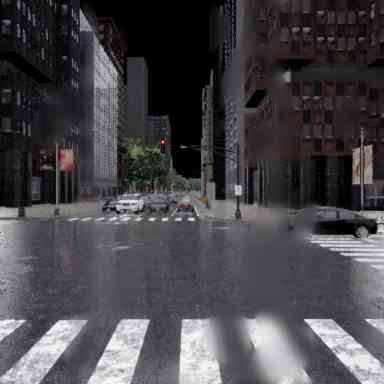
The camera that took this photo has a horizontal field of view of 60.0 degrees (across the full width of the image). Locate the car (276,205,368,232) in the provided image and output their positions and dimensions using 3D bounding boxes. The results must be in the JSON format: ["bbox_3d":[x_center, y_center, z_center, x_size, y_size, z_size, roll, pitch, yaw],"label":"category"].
[{"bbox_3d":[8.057,1.628,20.945,4.902,1.511,2.128,1,0,-1],"label":"car"}]

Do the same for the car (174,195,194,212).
[{"bbox_3d":[-0.717,1.448,39.004,1.967,1.590,4.097,0,0,-1],"label":"car"}]

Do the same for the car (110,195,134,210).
[{"bbox_3d":[-9.292,1.335,44.354,2.192,1.841,5.009,0,0,-1],"label":"car"}]

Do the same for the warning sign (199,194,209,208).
[{"bbox_3d":[1.560,1.132,42.696,1.300,1.860,1.060,0,0,-1],"label":"warning sign"}]

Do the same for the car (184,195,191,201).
[{"bbox_3d":[-1.171,1.574,87.827,1.967,1.590,4.097,0,0,-1],"label":"car"}]

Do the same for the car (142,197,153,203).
[{"bbox_3d":[-9.544,1.669,71.482,1.802,1.307,4.206,0,0,-1],"label":"car"}]

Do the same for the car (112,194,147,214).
[{"bbox_3d":[-6.545,1.223,35.566,2.150,2.045,5.566,0,0,-1],"label":"car"}]

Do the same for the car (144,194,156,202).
[{"bbox_3d":[-9.595,1.417,76.909,2.192,1.841,5.009,0,0,-1],"label":"car"}]

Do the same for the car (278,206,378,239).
[{"bbox_3d":[7.146,1.605,17.687,5.008,1.535,1.882,1,0,0],"label":"car"}]

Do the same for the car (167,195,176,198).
[{"bbox_3d":[-3.621,1.672,65.575,1.895,1.301,4.718,0,0,-1],"label":"car"}]

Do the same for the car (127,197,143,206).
[{"bbox_3d":[-9.391,1.570,55.035,1.752,1.417,4.829,0,0,-1],"label":"car"}]

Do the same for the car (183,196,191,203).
[{"bbox_3d":[-1.020,1.612,71.723,1.752,1.417,4.829,0,0,-1],"label":"car"}]

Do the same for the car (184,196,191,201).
[{"bbox_3d":[-1.222,1.696,93.252,1.887,1.381,4.507,0,0,-1],"label":"car"}]

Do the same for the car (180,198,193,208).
[{"bbox_3d":[-0.817,1.614,49.853,1.802,1.307,4.206,0,0,-1],"label":"car"}]

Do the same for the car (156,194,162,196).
[{"bbox_3d":[-6.717,1.399,55.792,2.097,1.767,4.553,0,0,0],"label":"car"}]

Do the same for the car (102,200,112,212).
[{"bbox_3d":[-9.241,1.574,38.928,1.947,1.339,4.313,0,0,-1],"label":"car"}]

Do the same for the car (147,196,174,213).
[{"bbox_3d":[-3.415,1.494,36.170,2.128,1.511,4.902,0,0,0],"label":"car"}]

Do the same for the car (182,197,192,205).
[{"bbox_3d":[-0.918,1.603,60.703,1.887,1.381,4.507,0,0,-1],"label":"car"}]

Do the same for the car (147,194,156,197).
[{"bbox_3d":[-6.634,1.375,45.591,2.097,1.767,4.553,0,0,0],"label":"car"}]
